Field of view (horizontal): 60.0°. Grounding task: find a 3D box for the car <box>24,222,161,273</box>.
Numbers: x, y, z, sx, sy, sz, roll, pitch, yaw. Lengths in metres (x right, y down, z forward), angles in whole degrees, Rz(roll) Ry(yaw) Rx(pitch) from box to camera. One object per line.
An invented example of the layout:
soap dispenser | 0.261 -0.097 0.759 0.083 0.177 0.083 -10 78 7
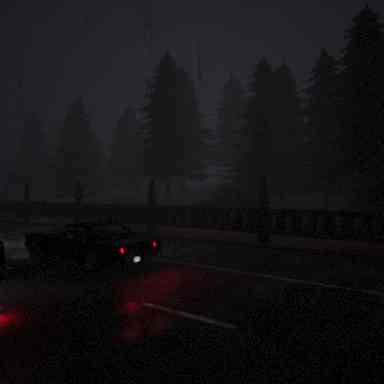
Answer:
car | -3.350 1.602 10.663 4.718 1.301 1.895 0 0 35

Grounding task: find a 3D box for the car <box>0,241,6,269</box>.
car | -6.872 1.494 8.871 4.902 1.511 2.128 0 0 35
